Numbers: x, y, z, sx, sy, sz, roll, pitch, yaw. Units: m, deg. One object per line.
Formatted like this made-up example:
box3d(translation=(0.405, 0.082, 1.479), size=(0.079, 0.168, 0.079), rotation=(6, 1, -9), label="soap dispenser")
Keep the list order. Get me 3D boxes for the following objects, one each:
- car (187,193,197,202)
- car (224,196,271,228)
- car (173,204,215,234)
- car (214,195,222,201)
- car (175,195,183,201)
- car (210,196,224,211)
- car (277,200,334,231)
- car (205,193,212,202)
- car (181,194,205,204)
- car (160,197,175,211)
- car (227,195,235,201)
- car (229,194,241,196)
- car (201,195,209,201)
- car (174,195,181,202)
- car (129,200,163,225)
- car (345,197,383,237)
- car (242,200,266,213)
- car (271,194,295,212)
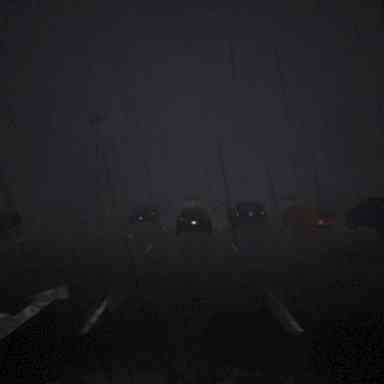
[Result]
box3d(translation=(0.002, 1.380, 79.285), size=(2.150, 2.045, 5.566), rotation=(0, 0, 0), label="car")
box3d(translation=(3.600, 1.398, 22.482), size=(2.097, 1.767, 4.553), rotation=(0, 0, 0), label="car")
box3d(translation=(0.100, 1.605, 19.588), size=(1.994, 1.385, 4.181), rotation=(0, 0, 0), label="car")
box3d(translation=(7.003, 1.541, 89.675), size=(1.812, 1.442, 4.674), rotation=(0, 0, 0), label="car")
box3d(translation=(-3.497, 1.541, 89.675), size=(1.812, 1.442, 4.674), rotation=(0, 0, 0), label="car")
box3d(translation=(3.588, 1.610, 41.082), size=(1.812, 1.442, 4.674), rotation=(0, 0, 0), label="car")
box3d(translation=(7.100, 1.521, 20.836), size=(1.882, 1.535, 5.008), rotation=(0, 0, 0), label="car")
box3d(translation=(3.502, 1.633, 79.254), size=(1.882, 1.535, 5.008), rotation=(0, 0, 0), label="car")
box3d(translation=(0.101, 1.302, 39.231), size=(2.150, 2.045, 5.566), rotation=(0, 0, 0), label="car")
box3d(translation=(-3.412, 1.610, 41.057), size=(1.812, 1.442, 4.674), rotation=(0, 0, 0), label="car")
box3d(translation=(10.503, 1.541, 89.675), size=(1.812, 1.442, 4.674), rotation=(0, 0, 0), label="car")
box3d(translation=(10.502, 1.380, 79.285), size=(2.150, 2.045, 5.566), rotation=(0, 0, 0), label="car")
box3d(translation=(3.503, 1.542, 89.675), size=(2.128, 1.511, 4.902), rotation=(0, 0, 0), label="car")
box3d(translation=(-3.498, 1.680, 79.255), size=(2.128, 1.511, 4.902), rotation=(0, 0, 0), label="car")
box3d(translation=(-3.414, 1.576, 24.439), size=(1.812, 1.442, 4.674), rotation=(0, 0, 0), label="car")
box3d(translation=(10.600, 1.259, 18.298), size=(2.150, 2.045, 5.566), rotation=(0, 0, 0), label="car")
box3d(translation=(7.101, 1.680, 38.495), size=(1.895, 1.301, 4.718), rotation=(0, 0, 0), label="car")
box3d(translation=(10.601, 1.302, 39.248), size=(2.150, 2.045, 5.566), rotation=(0, 0, 0), label="car")
